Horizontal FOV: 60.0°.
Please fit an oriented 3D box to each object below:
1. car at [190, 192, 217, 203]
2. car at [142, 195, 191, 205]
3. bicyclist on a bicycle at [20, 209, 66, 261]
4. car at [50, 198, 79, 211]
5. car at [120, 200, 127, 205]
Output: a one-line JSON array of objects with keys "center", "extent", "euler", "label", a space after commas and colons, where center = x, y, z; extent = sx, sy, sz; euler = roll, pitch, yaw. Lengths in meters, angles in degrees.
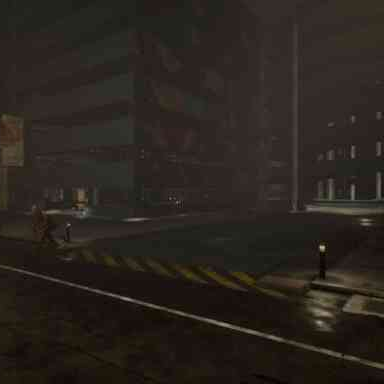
[{"center": [1.944, 1.028, 63.001], "extent": [5.566, 2.045, 2.435], "euler": [0, 0, 35], "label": "car"}, {"center": [-2.712, 1.319, 34.498], "extent": [4.674, 1.452, 2.002], "euler": [0, 0, 35], "label": "car"}, {"center": [-4.922, 1.393, 11.030], "extent": [0.582, 1.620, 1.656], "euler": [0, 3, 35], "label": "bicyclist on a bicycle"}, {"center": [-15.056, 1.412, 38.158], "extent": [4.786, 1.482, 2.161], "euler": [0, 0, 35], "label": "car"}, {"center": [-8.033, 1.462, 47.401], "extent": [4.718, 1.301, 1.895], "euler": [0, 0, 35], "label": "car"}]
